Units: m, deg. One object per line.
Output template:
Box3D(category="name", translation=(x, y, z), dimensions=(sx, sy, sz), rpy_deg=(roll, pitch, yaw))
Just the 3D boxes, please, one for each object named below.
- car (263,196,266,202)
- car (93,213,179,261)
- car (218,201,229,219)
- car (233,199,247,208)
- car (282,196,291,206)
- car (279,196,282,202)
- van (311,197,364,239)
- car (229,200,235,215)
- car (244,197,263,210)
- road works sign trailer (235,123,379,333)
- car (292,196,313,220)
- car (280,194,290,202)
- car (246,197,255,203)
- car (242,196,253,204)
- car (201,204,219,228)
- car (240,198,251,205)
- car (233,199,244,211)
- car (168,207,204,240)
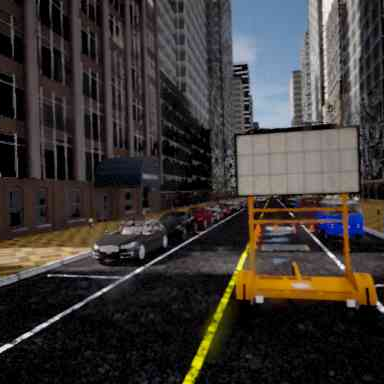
Box3D(category="car", translation=(17.801, 1.507, 85.335), dimensions=(2.150, 2.045, 5.566), rpy_deg=(-2, -1, 13))
Box3D(category="car", translation=(-2.225, 1.753, 13.005), dimensions=(2.008, 1.369, 4.403), rpy_deg=(-2, -1, 13))
Box3D(category="car", translation=(1.734, 1.804, 29.590), dimensions=(2.008, 1.369, 4.403), rpy_deg=(-2, -1, 13))
Box3D(category="car", translation=(8.333, 1.889, 57.231), dimensions=(2.008, 1.369, 4.403), rpy_deg=(-2, -1, 13))
Box3D(category="car", translation=(16.480, 1.624, 55.287), dimensions=(2.008, 1.369, 4.403), rpy_deg=(-2, -1, 13))
Box3D(category="car", translation=(21.750, 1.456, 77.403), dimensions=(2.192, 1.841, 5.009), rpy_deg=(-2, -1, 13))
Box3D(category="van", translation=(7.234, 1.295, 16.592), dimensions=(1.690, 1.788, 3.998), rpy_deg=(-2, -1, 13))
Box3D(category="car", translation=(3.055, 1.852, 35.118), dimensions=(1.802, 1.307, 4.206), rpy_deg=(-2, -1, 13))
Box3D(category="car", translation=(8.311, 1.786, 45.853), dimensions=(1.994, 1.385, 4.181), rpy_deg=(-2, -1, 14))
Box3D(category="road works sign trailer", translation=(2.153, 0.471, 6.881), dimensions=(2.380, 3.560, 2.880), rpy_deg=(-2, -1, 14))
Box3D(category="car", translation=(9.872, 1.304, 27.649), dimensions=(2.192, 1.841, 5.009), rpy_deg=(-2, -1, 13))
Box3D(category="car", translation=(23.070, 1.472, 82.932), dimensions=(2.192, 1.841, 5.009), rpy_deg=(-2, -1, 13))
Box3D(category="car", translation=(14.891, 1.947, 84.708), dimensions=(1.752, 1.417, 4.829), rpy_deg=(-2, -1, 13))
Box3D(category="car", translation=(12.288, 1.829, 73.817), dimensions=(1.967, 1.590, 4.097), rpy_deg=(-2, -1, 13))
Box3D(category="car", translation=(0.415, 1.781, 24.062), dimensions=(1.887, 1.381, 4.507), rpy_deg=(-2, -1, 13))
Box3D(category="car", translation=(10.973, 1.954, 68.287), dimensions=(1.802, 1.307, 4.206), rpy_deg=(-2, -1, 13))
Box3D(category="car", translation=(5.693, 1.855, 46.175), dimensions=(2.008, 1.369, 4.403), rpy_deg=(-2, -1, 13))
Box3D(category="car", translation=(-0.905, 1.785, 18.533), dimensions=(1.947, 1.339, 4.313), rpy_deg=(-2, -1, 13))
